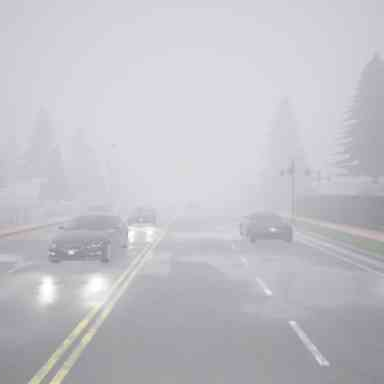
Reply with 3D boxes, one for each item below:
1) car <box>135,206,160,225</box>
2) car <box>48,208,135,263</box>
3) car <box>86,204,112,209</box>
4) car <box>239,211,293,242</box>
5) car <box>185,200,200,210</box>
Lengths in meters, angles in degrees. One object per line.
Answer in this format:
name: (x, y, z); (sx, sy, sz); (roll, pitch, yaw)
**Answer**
car: (-3.505, 1.730, 24.879); (1.994, 1.385, 4.181); (0, 0, 0)
car: (-3.577, 1.564, 12.298); (1.837, 1.490, 4.892); (0, 0, 0)
car: (-7.005, 1.678, 24.879); (1.837, 1.490, 4.892); (0, 0, 0)
car: (3.597, 1.644, 16.760); (1.994, 1.385, 4.181); (0, 0, 0)
car: (0.092, 1.787, 46.924); (1.994, 1.385, 4.181); (0, 0, 0)
